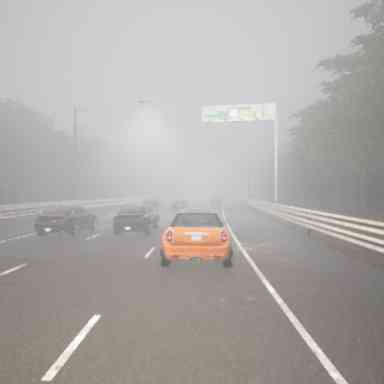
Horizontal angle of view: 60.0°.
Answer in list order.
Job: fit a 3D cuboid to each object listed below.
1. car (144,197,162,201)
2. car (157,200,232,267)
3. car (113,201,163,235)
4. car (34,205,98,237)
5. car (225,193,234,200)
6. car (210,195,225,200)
[{"bbox_3d":[-4.855,1.406,41.539,1.882,1.535,5.008,0,1,6],"label":"car"},{"bbox_3d":[0.191,1.342,11.617,2.097,1.767,4.553,0,0,2],"label":"car"},{"bbox_3d":[-2.985,1.482,18.488,1.837,1.490,4.892,0,0,3],"label":"car"},{"bbox_3d":[-6.526,1.461,17.758,1.837,1.490,4.892,0,0,3],"label":"car"},{"bbox_3d":[9.066,1.473,87.232,1.895,1.301,4.718,0,0,12],"label":"car"},{"bbox_3d":[4.368,1.283,60.066,2.097,1.767,4.553,0,0,8],"label":"car"}]
